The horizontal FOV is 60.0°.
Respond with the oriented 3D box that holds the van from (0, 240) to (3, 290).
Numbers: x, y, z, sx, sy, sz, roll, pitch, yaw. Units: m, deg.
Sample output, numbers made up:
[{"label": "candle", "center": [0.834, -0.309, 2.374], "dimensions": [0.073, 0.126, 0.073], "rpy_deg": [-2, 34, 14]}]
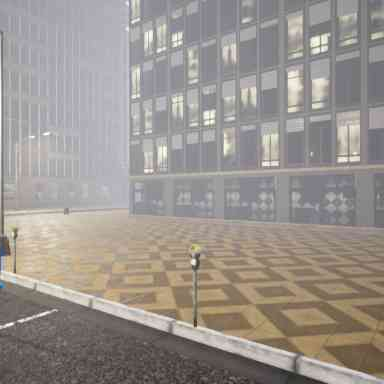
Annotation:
[{"label": "van", "center": [-5.636, 1.337, 7.009], "dimensions": [3.998, 1.788, 1.690], "rpy_deg": [0, 0, 36]}]
